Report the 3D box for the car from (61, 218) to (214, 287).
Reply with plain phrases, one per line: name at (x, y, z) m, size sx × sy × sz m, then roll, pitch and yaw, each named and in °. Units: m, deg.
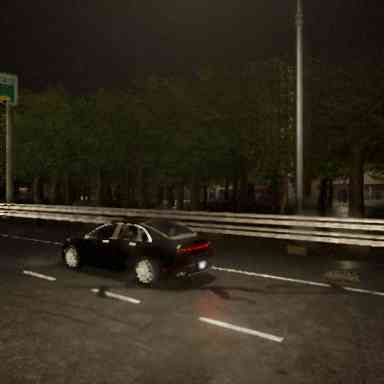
car at (-1.722, 1.506, 9.394) m, size 4.892 × 1.490 × 1.837 m, roll 0°, pitch 0°, yaw 36°
